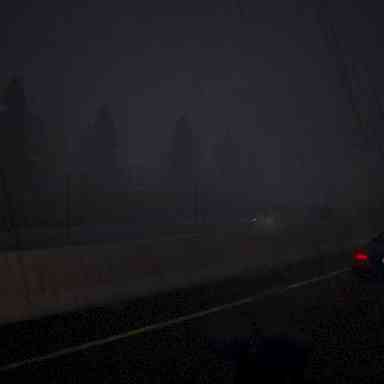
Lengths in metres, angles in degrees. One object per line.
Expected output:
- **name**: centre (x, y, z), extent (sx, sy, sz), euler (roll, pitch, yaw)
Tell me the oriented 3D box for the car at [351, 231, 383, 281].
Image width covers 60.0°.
- **car**: centre (6.253, 1.604, 9.057), extent (5.357, 1.411, 2.033), euler (0, 0, -42)
